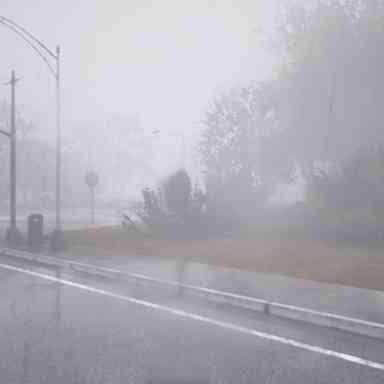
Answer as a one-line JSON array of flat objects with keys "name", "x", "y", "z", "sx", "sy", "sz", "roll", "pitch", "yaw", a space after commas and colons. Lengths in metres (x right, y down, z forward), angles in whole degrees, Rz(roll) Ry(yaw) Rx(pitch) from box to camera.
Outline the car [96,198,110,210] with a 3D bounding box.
[{"name": "car", "x": -9.872, "y": 1.449, "z": 41.769, "sx": 2.128, "sy": 1.511, "sz": 4.902, "roll": 0, "pitch": 0, "yaw": 32}]

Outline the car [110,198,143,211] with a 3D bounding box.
[{"name": "car", "x": -7.187, "y": 1.526, "z": 39.469, "sx": 1.994, "sy": 1.385, "sz": 4.181, "roll": 0, "pitch": 0, "yaw": 32}]
